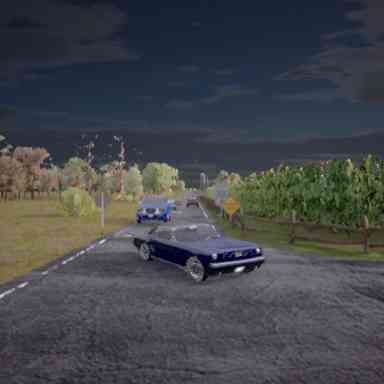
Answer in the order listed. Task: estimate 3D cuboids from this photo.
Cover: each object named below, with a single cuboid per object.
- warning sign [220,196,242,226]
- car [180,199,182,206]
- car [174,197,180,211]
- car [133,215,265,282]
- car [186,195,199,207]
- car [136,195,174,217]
[{"bbox_3d":[2.450,1.166,21.128,1.300,1.860,1.060,0,0,0],"label":"warning sign"},{"bbox_3d":[-2.743,1.663,57.759,1.837,1.490,4.892,0,0,0],"label":"car"},{"bbox_3d":[-2.833,1.613,41.797,1.812,1.442,4.674,0,0,0],"label":"car"},{"bbox_3d":[-0.046,1.628,10.167,1.895,1.301,4.718,0,0,-34],"label":"car"},{"bbox_3d":[0.106,1.599,52.685,1.837,1.490,4.892,0,-1,0],"label":"car"},{"bbox_3d":[-2.848,1.281,25.624,2.150,2.045,5.566,0,0,0],"label":"car"}]
